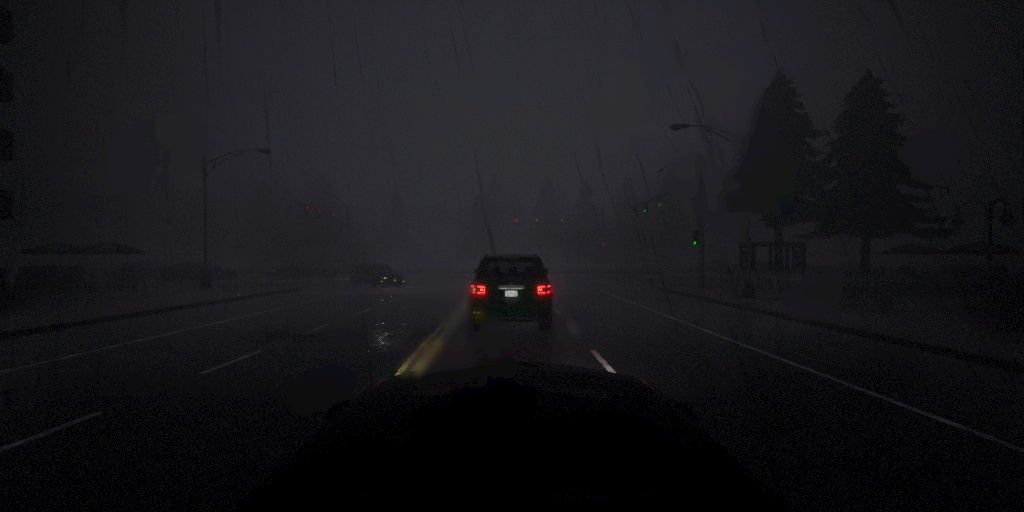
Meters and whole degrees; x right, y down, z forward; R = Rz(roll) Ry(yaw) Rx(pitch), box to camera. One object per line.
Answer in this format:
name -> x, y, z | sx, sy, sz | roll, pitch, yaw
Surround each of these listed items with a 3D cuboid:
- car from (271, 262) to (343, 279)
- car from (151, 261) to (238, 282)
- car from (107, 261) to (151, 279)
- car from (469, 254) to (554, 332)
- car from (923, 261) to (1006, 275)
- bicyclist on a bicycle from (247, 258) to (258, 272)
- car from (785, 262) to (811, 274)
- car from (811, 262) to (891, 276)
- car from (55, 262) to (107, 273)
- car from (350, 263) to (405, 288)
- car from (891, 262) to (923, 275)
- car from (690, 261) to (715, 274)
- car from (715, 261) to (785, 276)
car -> -17.499, 1.242, 30.704 | 5.357, 1.411, 2.033 | 0, 0, -1
car -> -23.629, 1.172, 27.129 | 5.008, 1.535, 1.882 | 0, 0, -1
car -> -30.678, 1.199, 30.458 | 4.892, 1.490, 1.837 | 0, 0, -2
car -> -0.018, 0.971, 11.060 | 2.150, 2.045, 5.566 | 0, 0, 0
car -> 42.817, 1.186, 33.635 | 4.902, 1.511, 2.128 | 0, 0, 13
bicyclist on a bicycle -> -30.088, 0.995, 41.582 | 0.582, 1.620, 1.656 | 0, 0, 0
car -> 30.612, 1.295, 38.206 | 4.718, 1.301, 1.895 | 0, 0, 1
car -> 32.705, 1.242, 34.701 | 5.357, 1.411, 2.033 | 0, 0, 1
car -> -43.851, 1.295, 36.445 | 4.718, 1.301, 1.895 | 0, 0, -13
car -> -8.920, 1.249, 23.586 | 4.892, 1.490, 1.837 | 0, -3, 43
car -> 41.521, 1.295, 37.471 | 4.718, 1.301, 1.895 | 0, 0, 10
car -> 21.507, 1.220, 38.202 | 4.674, 1.442, 1.812 | 0, 0, 0
car -> 22.954, 1.186, 34.707 | 4.902, 1.511, 2.128 | 0, 0, 0
